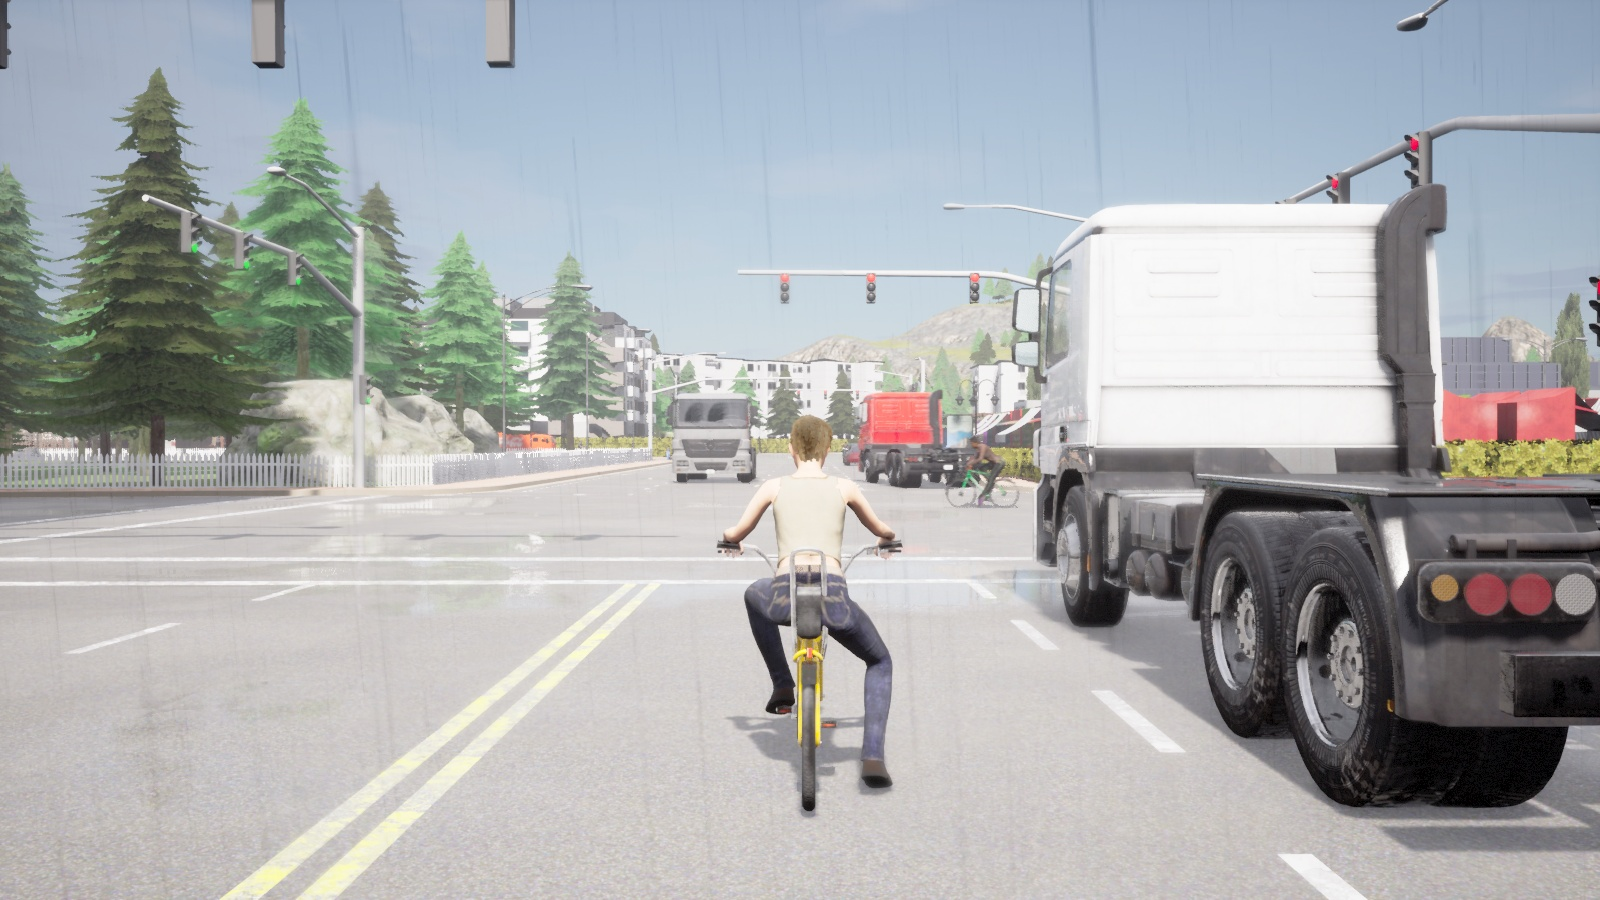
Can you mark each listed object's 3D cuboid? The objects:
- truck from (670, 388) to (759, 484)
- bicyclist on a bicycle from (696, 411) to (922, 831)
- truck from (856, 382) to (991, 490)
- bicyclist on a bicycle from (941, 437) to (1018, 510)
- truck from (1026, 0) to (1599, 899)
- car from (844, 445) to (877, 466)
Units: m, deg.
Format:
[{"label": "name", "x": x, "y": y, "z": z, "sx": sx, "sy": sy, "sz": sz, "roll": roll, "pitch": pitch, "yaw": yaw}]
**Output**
[{"label": "truck", "x": -3.215, "y": -0.516, "z": 49.285, "sx": 2.891, "sy": 3.462, "sz": 7.936, "roll": 0, "pitch": 0, "yaw": 0}, {"label": "bicyclist on a bicycle", "x": 0.042, "y": 0.652, "z": 5.576, "sx": 0.866, "sy": 1.612, "sz": 1.509, "roll": 0, "pitch": 0, "yaw": 1}, {"label": "truck", "x": 4.183, "y": -0.484, "z": 44.597, "sx": 2.891, "sy": 3.462, "sz": 7.936, "roll": 0, "pitch": 0, "yaw": -9}, {"label": "bicyclist on a bicycle", "x": 4.025, "y": 0.529, "z": 28.219, "sx": 1.656, "sy": 1.620, "sz": 0.582, "roll": 0, "pitch": 0, "yaw": 0}, {"label": "truck", "x": 3.559, "y": -0.277, "z": 7.884, "sx": 2.891, "sy": 3.462, "sz": 7.936, "roll": 0, "pitch": 0, "yaw": 0}, {"label": "car", "x": 3.964, "y": 0.346, "z": 82.889, "sx": 1.994, "sy": 1.385, "sz": 4.181, "roll": 0, "pitch": 0, "yaw": 1}]
